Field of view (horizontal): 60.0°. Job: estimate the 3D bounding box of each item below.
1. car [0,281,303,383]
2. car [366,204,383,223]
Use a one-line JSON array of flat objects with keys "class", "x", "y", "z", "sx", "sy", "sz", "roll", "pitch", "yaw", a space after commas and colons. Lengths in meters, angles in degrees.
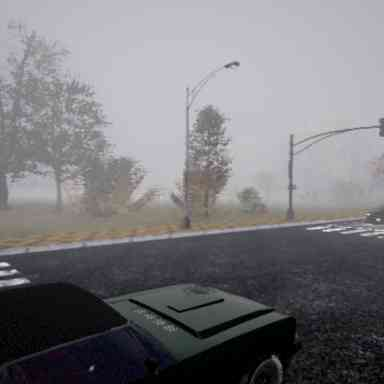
[{"class": "car", "x": -1.032, "y": 1.551, "z": 2.946, "sx": 4.718, "sy": 1.301, "sz": 1.895, "roll": 0, "pitch": 1, "yaw": -40}, {"class": "car", "x": 14.741, "y": 1.501, "z": 24.242, "sx": 5.357, "sy": 1.411, "sz": 2.033, "roll": 0, "pitch": 1, "yaw": -39}]
